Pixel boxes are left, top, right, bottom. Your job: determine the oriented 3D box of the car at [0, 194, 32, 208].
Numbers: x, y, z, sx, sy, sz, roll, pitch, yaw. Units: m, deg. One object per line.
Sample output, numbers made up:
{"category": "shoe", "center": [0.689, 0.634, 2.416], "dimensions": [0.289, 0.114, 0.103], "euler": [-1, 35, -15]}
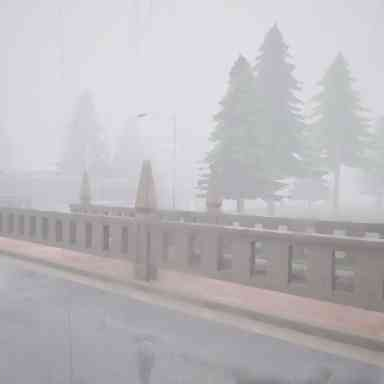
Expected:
{"category": "car", "center": [-17.654, 0.979, 31.219], "dimensions": [1.837, 1.490, 4.892], "euler": [1, 1, 38]}
